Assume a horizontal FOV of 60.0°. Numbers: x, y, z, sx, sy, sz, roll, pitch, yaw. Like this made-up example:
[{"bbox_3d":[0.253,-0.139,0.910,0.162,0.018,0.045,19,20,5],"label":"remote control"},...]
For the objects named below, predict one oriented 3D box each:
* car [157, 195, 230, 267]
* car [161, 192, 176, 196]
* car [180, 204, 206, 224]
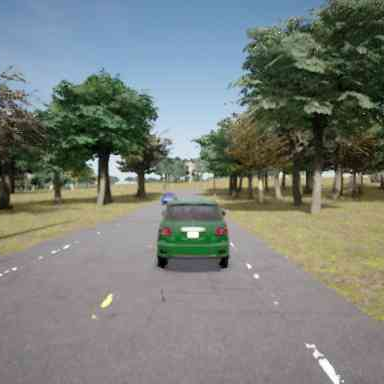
[{"bbox_3d":[0.061,1.259,11.713,2.150,2.045,5.566,0,0,1],"label":"car"},{"bbox_3d":[-3.579,1.015,52.707,2.150,2.045,5.566,0,1,0],"label":"car"},{"bbox_3d":[0.055,1.677,26.609,1.895,1.301,4.718,0,0,0],"label":"car"}]
